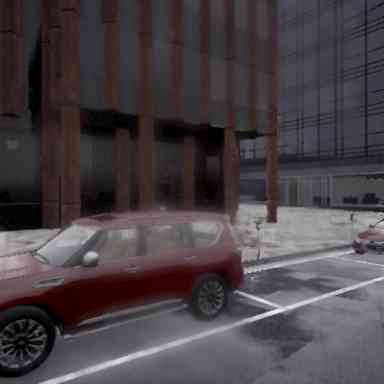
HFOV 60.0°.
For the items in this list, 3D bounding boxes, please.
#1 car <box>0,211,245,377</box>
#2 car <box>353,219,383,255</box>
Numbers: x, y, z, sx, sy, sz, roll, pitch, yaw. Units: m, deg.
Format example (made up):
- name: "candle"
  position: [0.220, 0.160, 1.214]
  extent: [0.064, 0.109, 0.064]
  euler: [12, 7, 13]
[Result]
- name: "car"
  position: [-1.304, 1.311, 5.721]
  extent: [5.009, 1.841, 2.192]
  euler: [0, 0, -36]
- name: "car"
  position: [7.548, 1.562, 12.039]
  extent: [4.206, 1.307, 1.802]
  euler: [0, 0, -36]
